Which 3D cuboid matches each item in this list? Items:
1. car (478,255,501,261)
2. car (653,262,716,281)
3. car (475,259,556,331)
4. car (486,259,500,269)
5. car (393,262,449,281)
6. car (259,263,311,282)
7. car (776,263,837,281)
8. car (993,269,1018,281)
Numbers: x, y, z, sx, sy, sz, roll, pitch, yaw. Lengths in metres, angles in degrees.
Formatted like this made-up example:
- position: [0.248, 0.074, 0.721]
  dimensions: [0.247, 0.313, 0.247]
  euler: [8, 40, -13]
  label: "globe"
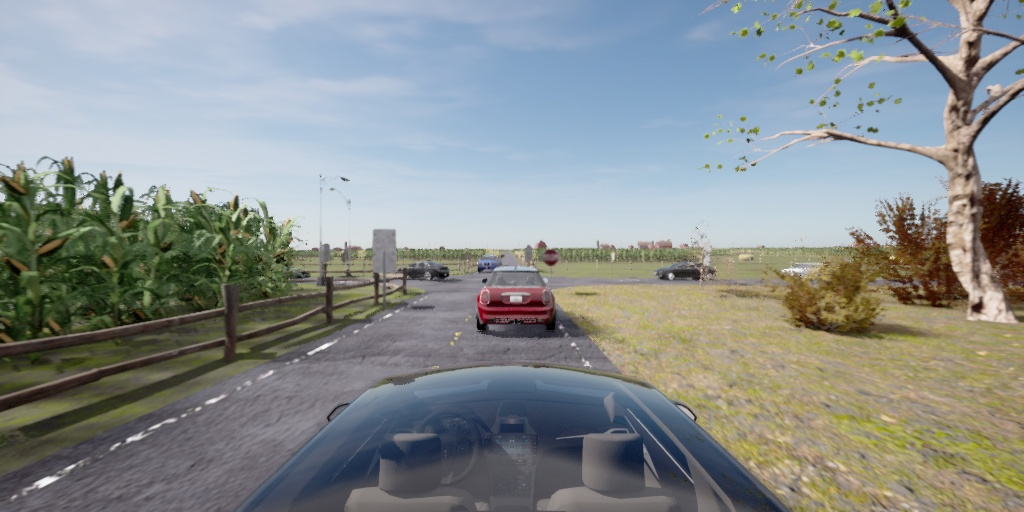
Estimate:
- position: [-2.870, 0.905, 43.770]
  dimensions: [2.150, 2.045, 5.566]
  euler: [0, 0, 1]
  label: "car"
- position: [14.420, 1.262, 30.104]
  dimensions: [4.892, 1.490, 1.837]
  euler: [0, 0, 0]
  label: "car"
- position: [0.099, 1.096, 11.116]
  dimensions: [2.097, 1.767, 4.553]
  euler: [0, 0, 0]
  label: "car"
- position: [-2.835, 1.214, 54.123]
  dimensions: [1.994, 1.385, 4.181]
  euler: [0, 0, 0]
  label: "car"
- position: [-7.417, 1.202, 29.114]
  dimensions: [4.892, 1.490, 1.837]
  euler: [0, -2, 25]
  label: "car"
- position: [-17.621, 1.239, 27.074]
  dimensions: [4.181, 1.385, 1.994]
  euler: [0, 0, 0]
  label: "car"
- position: [24.858, 1.314, 30.127]
  dimensions: [4.674, 1.442, 1.812]
  euler: [0, 0, 0]
  label: "car"
- position: [42.655, 1.385, 30.132]
  dimensions: [5.357, 1.411, 2.033]
  euler: [0, 0, 0]
  label: "car"
